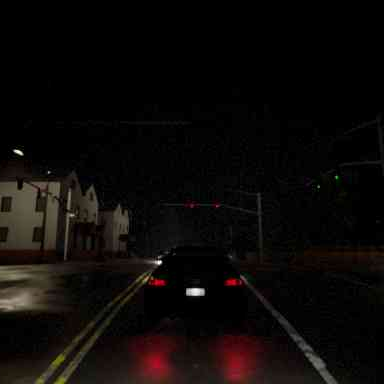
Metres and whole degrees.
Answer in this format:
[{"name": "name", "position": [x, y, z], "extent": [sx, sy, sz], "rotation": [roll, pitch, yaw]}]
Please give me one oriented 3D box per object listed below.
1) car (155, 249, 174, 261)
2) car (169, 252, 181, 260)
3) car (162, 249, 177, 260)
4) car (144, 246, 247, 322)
[{"name": "car", "position": [-3.584, 8.353, 43.973], "extent": [2.128, 1.511, 4.902], "rotation": [0, -11, 0]}, {"name": "car", "position": [-3.495, 13.113, 68.500], "extent": [2.128, 1.511, 4.902], "rotation": [0, -11, 0]}, {"name": "car", "position": [-3.578, 10.106, 53.807], "extent": [2.097, 1.767, 4.553], "rotation": [0, -11, 0]}, {"name": "car", "position": [0.073, 1.982, 7.932], "extent": [1.994, 1.385, 4.181], "rotation": [0, -7, 0]}]
